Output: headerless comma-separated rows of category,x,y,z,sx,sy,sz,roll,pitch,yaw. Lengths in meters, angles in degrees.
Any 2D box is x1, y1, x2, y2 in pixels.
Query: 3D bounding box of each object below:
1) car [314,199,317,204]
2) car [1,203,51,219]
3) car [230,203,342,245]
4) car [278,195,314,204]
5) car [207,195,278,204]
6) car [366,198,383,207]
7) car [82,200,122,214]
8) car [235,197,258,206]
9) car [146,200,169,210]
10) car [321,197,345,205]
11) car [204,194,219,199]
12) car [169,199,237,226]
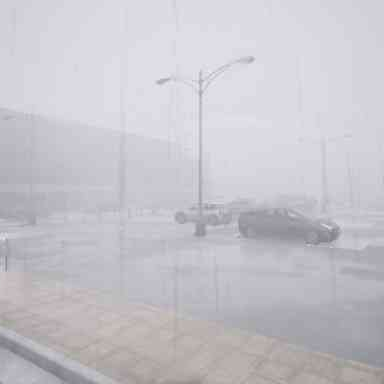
car,12.883,1.289,40.931,4.605,1.855,1.932,0,0,35
car,-15.376,1.740,30.987,1.994,1.385,4.181,0,0,35
car,4.378,1.490,15.379,4.514,1.523,2.007,0,0,35
car,11.544,1.269,38.320,3.866,1.878,1.905,0,0,35
car,4.167,1.345,27.866,5.027,1.636,2.152,0,0,35
car,28.055,1.576,49.322,3.806,1.475,1.970,0,0,35
car,-10.302,1.681,38.172,1.837,1.490,4.892,0,0,35
car,10.013,1.668,60.538,2.128,1.511,4.902,0,0,35
car,-4.523,1.740,46.326,1.994,1.385,4.181,0,0,36
car,23.710,1.565,56.035,3.633,1.501,1.845,0,0,35
car,3.884,1.398,51.834,2.150,2.045,5.566,0,0,35
car,0.731,1.424,22.436,3.806,1.475,1.970,0,0,35
